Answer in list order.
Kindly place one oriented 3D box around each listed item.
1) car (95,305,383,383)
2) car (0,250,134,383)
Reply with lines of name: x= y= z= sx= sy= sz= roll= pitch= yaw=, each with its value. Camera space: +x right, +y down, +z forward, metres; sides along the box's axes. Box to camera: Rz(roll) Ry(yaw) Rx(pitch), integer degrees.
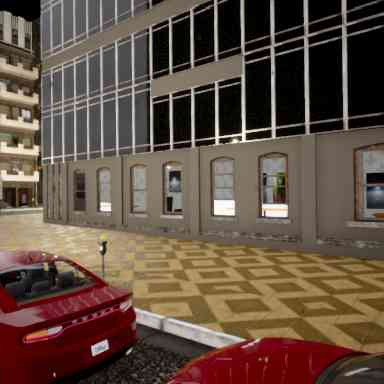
car: x=1.765 y=1.545 z=1.626 sx=4.507 sy=1.381 sz=1.887 roll=0 pitch=-1 yaw=36
car: x=-2.804 y=1.546 z=4.892 sx=4.507 sy=1.381 sz=1.887 roll=0 pitch=-1 yaw=36
